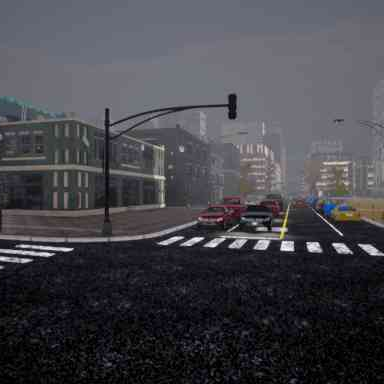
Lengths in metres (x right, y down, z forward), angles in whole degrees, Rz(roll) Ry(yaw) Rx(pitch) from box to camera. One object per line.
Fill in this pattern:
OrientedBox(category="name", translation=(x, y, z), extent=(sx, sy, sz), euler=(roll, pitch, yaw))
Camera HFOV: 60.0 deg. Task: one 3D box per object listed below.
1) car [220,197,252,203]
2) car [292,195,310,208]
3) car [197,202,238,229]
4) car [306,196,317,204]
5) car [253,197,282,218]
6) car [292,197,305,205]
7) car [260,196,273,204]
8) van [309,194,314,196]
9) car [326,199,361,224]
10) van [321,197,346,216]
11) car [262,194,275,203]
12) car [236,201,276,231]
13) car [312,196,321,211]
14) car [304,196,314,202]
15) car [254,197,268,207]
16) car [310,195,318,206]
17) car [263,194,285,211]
OrientedBox(category="car", translation=(3.199, 1.318, 26.866), extent=(2.192, 1.841, 5.009), euler=(0, 0, 17))
OrientedBox(category="car", translation=(16.102, 1.571, 49.619), extent=(1.994, 1.385, 4.181), euler=(0, 0, 17))
OrientedBox(category="car", translation=(1.596, 1.584, 21.552), extent=(1.802, 1.307, 4.206), euler=(0, 0, 17))
OrientedBox(category="car", translation=(24.091, 1.536, 67.130), extent=(1.752, 1.417, 4.829), euler=(0, 0, 17))
OrientedBox(category="car", translation=(7.055, 1.481, 30.689), extent=(1.882, 1.535, 5.008), euler=(0, 0, 17))
OrientedBox(category="car", translation=(18.883, 1.557, 59.186), extent=(2.033, 1.411, 5.357), euler=(0, 0, 17))
OrientedBox(category="car", translation=(14.415, 1.560, 64.070), extent=(2.008, 1.369, 4.403), euler=(0, 0, 17))
OrientedBox(category="van", translation=(22.441, 1.351, 61.653), extent=(1.690, 1.788, 3.998), euler=(0, 0, 17))
OrientedBox(category="car", translation=(11.271, 1.529, 24.613), extent=(1.752, 1.417, 4.829), euler=(0, 0, 17))
OrientedBox(category="van", translation=(12.826, 1.345, 29.765), extent=(1.690, 1.788, 3.998), euler=(0, 0, 17))
OrientedBox(category="car", translation=(16.018, 1.326, 69.384), extent=(2.192, 1.841, 5.009), euler=(0, 0, 17))
OrientedBox(category="car", translation=(4.163, 1.528, 21.080), extent=(1.812, 1.442, 4.674), euler=(0, 0, 15))
OrientedBox(category="car", translation=(16.029, 1.557, 40.394), extent=(2.008, 1.369, 4.403), euler=(0, 0, 17))
OrientedBox(category="car", translation=(27.246, 1.580, 77.598), extent=(1.947, 1.339, 4.313), euler=(0, 0, 17))
OrientedBox(category="car", translation=(11.161, 1.533, 53.278), extent=(1.752, 1.417, 4.829), euler=(0, 0, 17))
OrientedBox(category="car", translation=(19.235, 1.574, 51.024), extent=(1.947, 1.339, 4.313), euler=(0, 0, 17))
OrientedBox(category="car", translation=(10.111, 1.227, 40.731), extent=(2.150, 2.045, 5.566), euler=(0, 0, 18))
